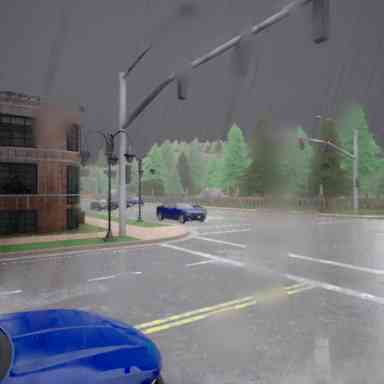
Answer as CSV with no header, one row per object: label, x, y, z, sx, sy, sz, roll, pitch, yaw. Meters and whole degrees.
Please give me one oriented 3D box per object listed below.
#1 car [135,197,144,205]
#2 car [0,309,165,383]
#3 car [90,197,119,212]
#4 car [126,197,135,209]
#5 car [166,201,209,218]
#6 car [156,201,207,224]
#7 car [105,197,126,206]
car,-9.828,1.525,56.668,1.812,1.442,4.674,0,0,-35
car,-2.501,1.478,1.957,5.008,1.535,1.882,0,0,-36
car,-10.550,1.525,39.132,1.812,1.442,4.674,0,0,-35
car,-10.110,1.546,44.683,2.033,1.411,5.357,0,0,-35
car,-0.491,1.563,30.776,1.994,1.385,4.181,0,0,-35
car,-0.918,1.477,25.274,1.882,1.535,5.008,0,0,-35
car,-12.626,1.563,54.562,1.994,1.385,4.181,0,0,-35
